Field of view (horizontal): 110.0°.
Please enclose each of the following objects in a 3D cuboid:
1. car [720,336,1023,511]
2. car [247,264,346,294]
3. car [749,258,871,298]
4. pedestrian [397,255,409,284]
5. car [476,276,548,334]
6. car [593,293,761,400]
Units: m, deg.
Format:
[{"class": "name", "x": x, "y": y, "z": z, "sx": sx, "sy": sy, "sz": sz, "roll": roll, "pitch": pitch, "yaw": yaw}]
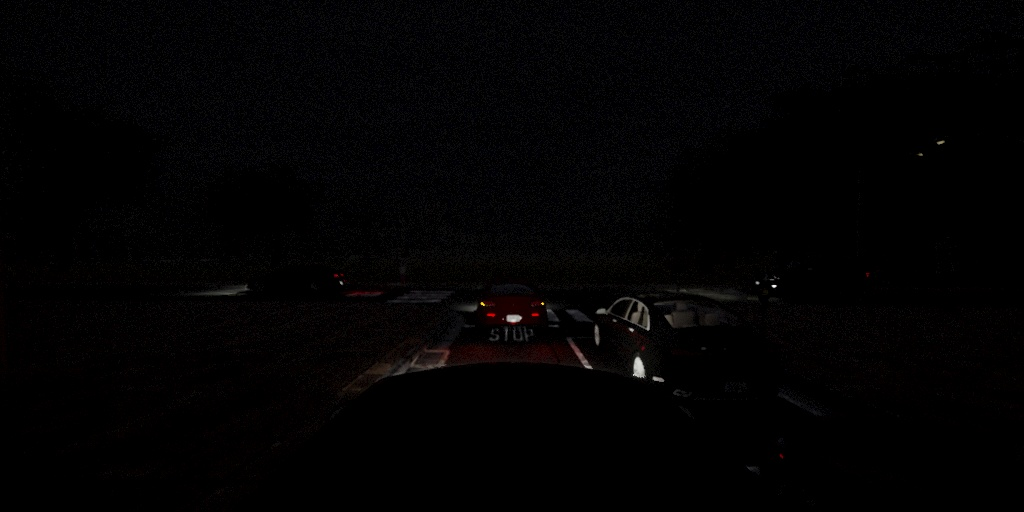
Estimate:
[{"class": "car", "x": 2.636, "y": 1.330, "z": 0.848, "sx": 1.802, "sy": 1.307, "sz": 4.207, "roll": 0, "pitch": 0, "yaw": 0}, {"class": "car", "x": -11.771, "y": 1.206, "z": 19.667, "sx": 4.892, "sy": 1.490, "sz": 1.837, "roll": 0, "pitch": 1, "yaw": 0}, {"class": "car", "x": 16.242, "y": 1.152, "z": 19.664, "sx": 5.566, "sy": 2.045, "sz": 2.150, "roll": 1, "pitch": 1, "yaw": 0}, {"class": "pedestrian", "x": -6.869, "y": 0.814, "z": 22.569, "sx": 0.375, "sy": 1.860, "sz": 0.375, "roll": 0, "pitch": 1, "yaw": 0}, {"class": "car", "x": -0.072, "y": 1.299, "z": 10.626, "sx": 1.812, "sy": 1.442, "sz": 4.674, "roll": 0, "pitch": 0, "yaw": -3}, {"class": "car", "x": 2.639, "y": 1.312, "z": 6.380, "sx": 2.007, "sy": 1.370, "sz": 4.403, "roll": 0, "pitch": 0, "yaw": 0}]
